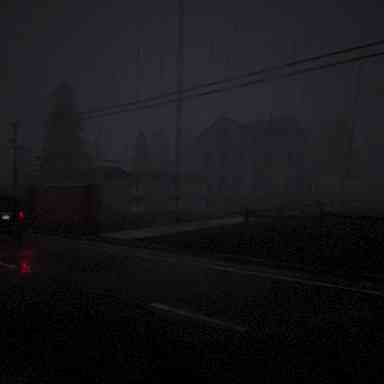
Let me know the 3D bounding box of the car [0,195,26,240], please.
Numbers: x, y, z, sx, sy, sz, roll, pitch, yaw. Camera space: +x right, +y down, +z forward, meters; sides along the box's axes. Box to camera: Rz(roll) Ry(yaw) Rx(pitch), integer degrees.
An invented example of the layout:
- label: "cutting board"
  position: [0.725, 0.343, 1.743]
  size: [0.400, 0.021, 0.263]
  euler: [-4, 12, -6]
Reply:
- label: "car"
  position: [-9.884, 1.129, 15.341]
  size: [5.566, 2.045, 2.150]
  euler: [0, 0, 36]
